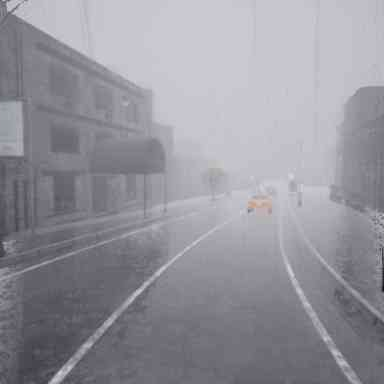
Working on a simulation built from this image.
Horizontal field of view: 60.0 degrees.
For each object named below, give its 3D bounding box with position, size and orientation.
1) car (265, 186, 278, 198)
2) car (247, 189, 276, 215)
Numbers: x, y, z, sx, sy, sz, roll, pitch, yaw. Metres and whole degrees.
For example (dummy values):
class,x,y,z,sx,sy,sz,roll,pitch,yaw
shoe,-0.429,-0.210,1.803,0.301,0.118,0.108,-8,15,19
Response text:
class,x,y,z,sx,sy,sz,roll,pitch,yaw
car,14.629,-0.066,61.509,2.150,2.045,5.566,2,2,15
car,6.246,0.942,30.233,2.097,1.767,4.553,2,1,15
